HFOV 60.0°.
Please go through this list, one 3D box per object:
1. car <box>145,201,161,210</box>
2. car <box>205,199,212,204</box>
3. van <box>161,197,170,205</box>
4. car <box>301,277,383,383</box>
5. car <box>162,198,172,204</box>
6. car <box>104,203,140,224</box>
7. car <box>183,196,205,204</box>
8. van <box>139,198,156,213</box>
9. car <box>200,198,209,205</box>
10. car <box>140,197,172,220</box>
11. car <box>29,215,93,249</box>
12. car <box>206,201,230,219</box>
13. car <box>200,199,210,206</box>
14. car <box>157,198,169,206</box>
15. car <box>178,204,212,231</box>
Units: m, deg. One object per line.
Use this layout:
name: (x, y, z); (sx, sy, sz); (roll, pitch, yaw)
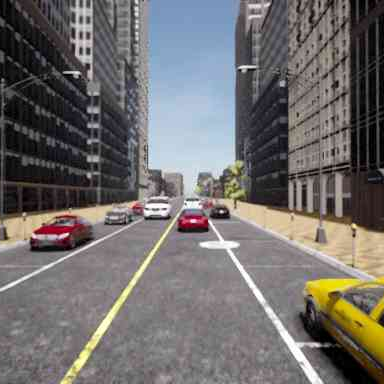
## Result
car: (-5.739, 1.974, 49.221); (1.802, 1.307, 4.206); (0, 0, 0)
car: (2.637, 1.874, 54.908); (1.967, 1.590, 4.097); (0, 0, 0)
van: (-5.761, 1.903, 71.991); (1.690, 1.788, 3.998); (0, 0, 0)
car: (2.690, 1.558, 3.851); (1.752, 1.417, 4.829); (0, 0, 0)
car: (-5.768, 2.170, 77.682); (1.947, 1.339, 4.313); (0, 0, 0)
car: (-5.715, 1.766, 26.453); (2.008, 1.369, 4.403); (0, 0, 0)
car: (0.059, 1.545, 40.165); (2.150, 2.045, 5.566); (0, 0, 0)
van: (-5.732, 1.689, 43.531); (1.690, 1.788, 3.998); (0, 0, 0)
car: (2.618, 2.088, 72.154); (1.752, 1.417, 4.829); (0, 0, 0)
car: (-3.087, 1.472, 30.861); (2.150, 2.045, 5.566); (0, -1, 0)
car: (-5.703, 1.706, 15.067); (1.802, 1.307, 4.206); (0, 0, 0)
car: (2.660, 1.825, 32.141); (1.947, 1.339, 4.313); (0, 0, 0)
car: (2.624, 2.101, 66.291); (1.802, 1.307, 4.206); (0, 0, 0)
car: (-5.756, 1.960, 66.297); (1.967, 1.590, 4.097); (0, 0, 0)
car: (0.077, 1.744, 22.197); (1.994, 1.385, 4.181); (0, 0, 0)
